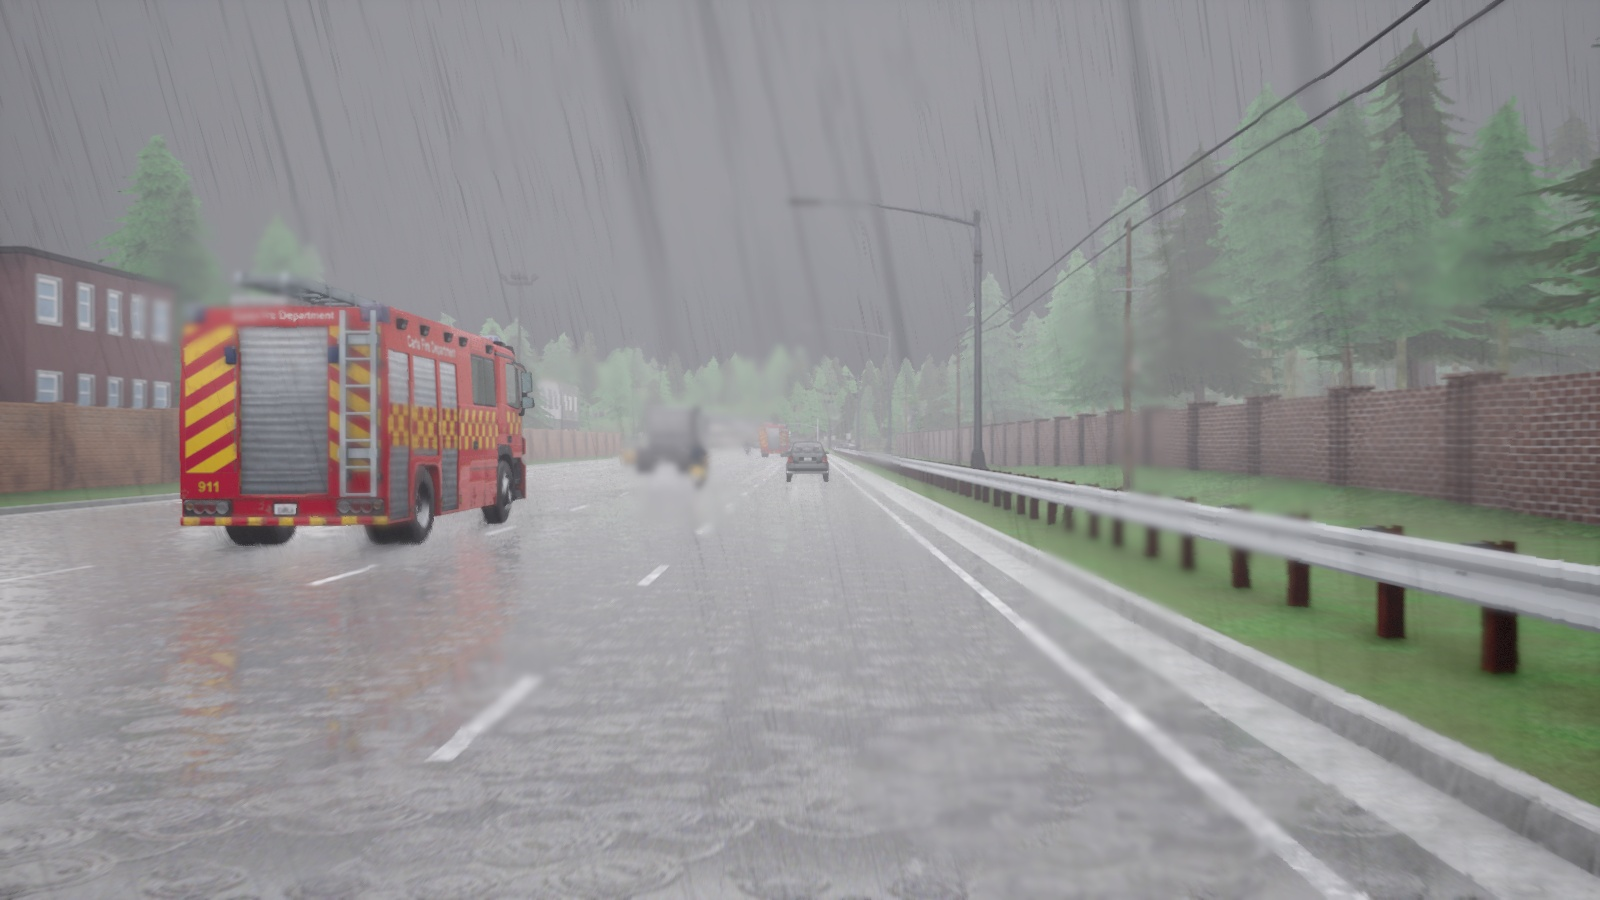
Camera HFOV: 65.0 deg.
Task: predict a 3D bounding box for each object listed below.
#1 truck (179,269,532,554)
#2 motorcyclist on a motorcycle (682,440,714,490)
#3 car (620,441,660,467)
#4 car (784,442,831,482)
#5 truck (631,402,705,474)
[{"bbox_3d":[-6.864,-0.541,21.084,2.891,3.827,8.468,0,0,0],"label":"truck"},{"bbox_3d":[-3.256,0.472,40.379,0.866,1.590,1.817,0,0,0],"label":"motorcyclist on a motorcycle"},{"bbox_3d":[-10.037,0.238,78.891,1.801,1.575,5.366,0,0,0],"label":"car"},{"bbox_3d":[0.301,0.445,50.273,1.789,1.549,3.705,0,0,0],"label":"car"},{"bbox_3d":[-6.620,-0.598,64.111,2.891,3.462,7.936,0,0,0],"label":"truck"}]
